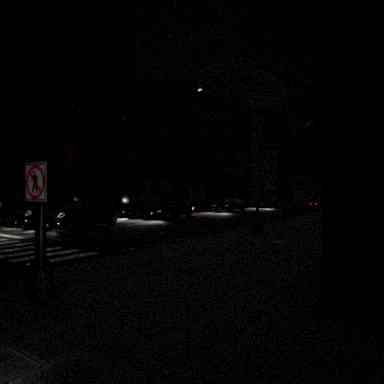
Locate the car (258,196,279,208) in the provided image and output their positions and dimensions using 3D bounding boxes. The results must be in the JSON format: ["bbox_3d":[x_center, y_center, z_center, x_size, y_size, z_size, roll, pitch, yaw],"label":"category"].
[{"bbox_3d":[10.252,1.324,44.777,1.837,1.490,4.892,0,0,34],"label":"car"}]

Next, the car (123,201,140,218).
[{"bbox_3d":[-4.611,1.479,29.448,1.994,1.385,4.181,0,0,35],"label":"car"}]

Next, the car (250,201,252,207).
[{"bbox_3d":[6.482,1.398,45.055,1.994,1.385,4.181,0,0,36],"label":"car"}]

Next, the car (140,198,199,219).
[{"bbox_3d":[-1.742,1.412,27.865,1.837,1.490,4.892,0,0,35],"label":"car"}]

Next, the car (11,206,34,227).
[{"bbox_3d":[-9.601,1.303,22.389,2.097,1.767,4.553,0,0,35],"label":"car"}]

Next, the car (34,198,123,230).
[{"bbox_3d":[-6.877,1.297,20.610,2.097,1.767,4.553,0,0,35],"label":"car"}]

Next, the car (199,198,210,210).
[{"bbox_3d":[0.782,1.423,37.061,2.033,1.411,5.357,0,0,35],"label":"car"}]

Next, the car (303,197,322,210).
[{"bbox_3d":[14.943,1.359,39.847,2.033,1.411,5.357,0,0,35],"label":"car"}]

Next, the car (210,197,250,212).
[{"bbox_3d":[4.213,1.390,36.273,1.812,1.442,4.674,0,0,36],"label":"car"}]
